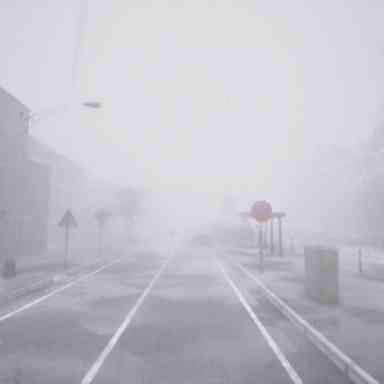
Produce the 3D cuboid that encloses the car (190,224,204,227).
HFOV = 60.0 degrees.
[{"bbox_3d":[0.977,6.373,52.815,1.801,1.575,5.366,0,-5,0],"label":"car"}]

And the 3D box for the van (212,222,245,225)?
[{"bbox_3d":[5.843,6.267,53.736,4.442,1.987,1.878,0,-5,0],"label":"van"}]

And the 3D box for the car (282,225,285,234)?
[{"bbox_3d":[18.795,6.801,57.283,4.892,1.521,2.231,0,-5,0],"label":"car"}]

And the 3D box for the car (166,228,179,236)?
[{"bbox_3d":[-3.297,6.900,57.852,1.994,1.385,4.181,0,-5,0],"label":"car"}]

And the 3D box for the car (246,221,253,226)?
[{"bbox_3d":[18.567,9.666,93.260,5.366,1.575,1.946,0,-4,0],"label":"car"}]

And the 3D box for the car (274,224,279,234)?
[{"bbox_3d":[18.978,7.264,62.819,5.366,1.575,1.946,0,-5,0],"label":"car"}]

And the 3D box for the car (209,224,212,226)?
[{"bbox_3d":[5.717,6.730,56.510,5.008,1.535,2.097,0,-5,0],"label":"car"}]

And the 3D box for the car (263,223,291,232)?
[{"bbox_3d":[18.807,7.913,73.909,5.566,2.045,2.435,0,-4,0],"label":"car"}]

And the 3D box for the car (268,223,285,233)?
[{"bbox_3d":[18.814,7.751,68.352,4.792,1.488,2.163,0,-5,0],"label":"car"}]

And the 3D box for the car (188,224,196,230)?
[{"bbox_3d":[0.002,9.159,86.346,1.994,1.385,4.181,0,-4,0],"label":"car"}]

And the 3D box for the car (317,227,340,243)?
[{"bbox_3d":[18.637,5.377,40.691,5.366,1.575,1.946,0,-5,0],"label":"car"}]

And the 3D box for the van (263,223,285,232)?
[{"bbox_3d":[18.891,8.154,76.675,4.442,1.987,1.878,0,-4,0],"label":"van"}]

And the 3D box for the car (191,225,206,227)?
[{"bbox_3d":[0.977,5.868,46.828,1.801,1.575,5.366,0,-5,0],"label":"car"}]

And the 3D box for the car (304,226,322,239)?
[{"bbox_3d":[18.822,5.855,46.221,4.892,1.521,2.231,0,-5,0],"label":"car"}]

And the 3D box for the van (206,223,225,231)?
[{"bbox_3d":[5.805,8.539,81.684,4.442,1.987,1.878,0,-4,0],"label":"van"}]

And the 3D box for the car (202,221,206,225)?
[{"bbox_3d":[5.668,8.080,76.096,5.566,2.045,2.435,0,-4,0],"label":"car"}]

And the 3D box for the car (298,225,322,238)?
[{"bbox_3d":[18.817,6.090,48.987,5.008,1.535,2.097,0,-5,0],"label":"car"}]

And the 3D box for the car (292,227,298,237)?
[{"bbox_3d":[18.813,6.327,51.753,5.008,1.535,2.097,0,-5,0],"label":"car"}]

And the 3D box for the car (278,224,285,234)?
[{"bbox_3d":[18.792,7.035,60.051,5.008,1.535,2.097,0,-5,0],"label":"car"}]

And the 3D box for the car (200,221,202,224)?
[{"bbox_3d":[5.645,9.383,92.866,5.566,2.045,2.435,0,-4,0],"label":"car"}]

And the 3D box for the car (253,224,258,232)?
[{"bbox_3d":[18.796,8.558,82.210,5.566,2.045,2.435,0,-4,0],"label":"car"}]

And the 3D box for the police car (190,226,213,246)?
[{"bbox_3d":[0.976,4.981,36.774,1.930,1.638,5.238,0,-5,0],"label":"police car"}]

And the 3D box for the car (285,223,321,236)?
[{"bbox_3d":[18.776,6.313,54.540,5.566,2.045,2.435,0,-5,0],"label":"car"}]

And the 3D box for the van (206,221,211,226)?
[{"bbox_3d":[5.816,7.888,73.302,4.442,1.987,1.878,0,-5,0],"label":"van"}]

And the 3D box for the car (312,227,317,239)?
[{"bbox_3d":[18.848,5.646,43.454,4.792,1.488,2.163,0,-5,0],"label":"car"}]

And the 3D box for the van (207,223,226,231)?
[{"bbox_3d":[5.809,8.322,78.890,4.442,1.987,1.878,0,-4,0],"label":"van"}]

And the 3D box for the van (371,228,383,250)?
[{"bbox_3d":[18.954,4.208,29.649,4.442,1.987,1.878,0,-5,0],"label":"van"}]

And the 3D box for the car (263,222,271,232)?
[{"bbox_3d":[18.754,7.693,71.141,5.566,2.045,2.435,0,-5,0],"label":"car"}]

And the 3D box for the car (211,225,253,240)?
[{"bbox_3d":[5.548,6.010,48.131,5.366,1.575,1.946,0,-5,0],"label":"car"}]

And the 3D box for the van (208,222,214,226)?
[{"bbox_3d":[5.602,6.744,59.326,4.442,1.987,1.878,0,-5,0],"label":"van"}]

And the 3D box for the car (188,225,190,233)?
[{"bbox_3d":[0.002,7.950,71.371,2.033,1.411,5.357,0,-5,0],"label":"car"}]

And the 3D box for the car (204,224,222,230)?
[{"bbox_3d":[5.674,9.456,90.048,4.674,1.452,2.002,0,-4,0],"label":"car"}]

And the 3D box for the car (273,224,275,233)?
[{"bbox_3d":[18.760,7.528,65.578,4.792,1.488,2.163,0,-5,0],"label":"car"}]

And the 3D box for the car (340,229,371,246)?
[{"bbox_3d":[18.801,4.936,35.157,4.792,1.488,2.163,0,-5,0],"label":"car"}]
